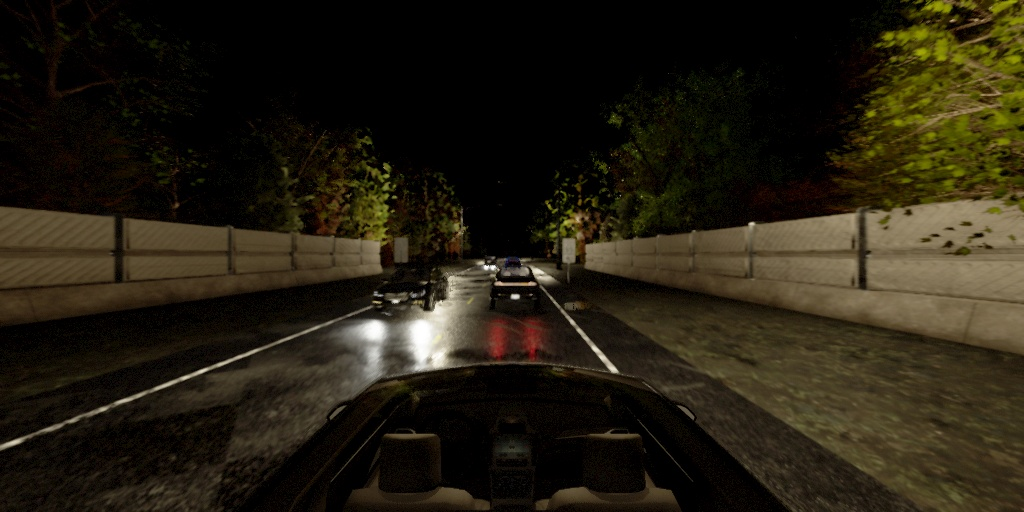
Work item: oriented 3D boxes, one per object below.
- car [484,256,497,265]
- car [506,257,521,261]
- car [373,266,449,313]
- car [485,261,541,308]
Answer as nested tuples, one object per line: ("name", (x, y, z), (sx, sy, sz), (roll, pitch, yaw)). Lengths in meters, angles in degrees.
("car", (-3.491, 0.726, 58.327), (2.128, 1.511, 4.902), (0, 1, 1))
("car", (0.107, 0.850, 45.270), (1.882, 1.535, 5.008), (0, 1, 0))
("car", (-3.592, 1.156, 13.528), (1.837, 1.490, 4.892), (0, 0, 0))
("car", (0.113, 1.139, 14.438), (2.128, 1.511, 4.902), (0, 0, 0))
